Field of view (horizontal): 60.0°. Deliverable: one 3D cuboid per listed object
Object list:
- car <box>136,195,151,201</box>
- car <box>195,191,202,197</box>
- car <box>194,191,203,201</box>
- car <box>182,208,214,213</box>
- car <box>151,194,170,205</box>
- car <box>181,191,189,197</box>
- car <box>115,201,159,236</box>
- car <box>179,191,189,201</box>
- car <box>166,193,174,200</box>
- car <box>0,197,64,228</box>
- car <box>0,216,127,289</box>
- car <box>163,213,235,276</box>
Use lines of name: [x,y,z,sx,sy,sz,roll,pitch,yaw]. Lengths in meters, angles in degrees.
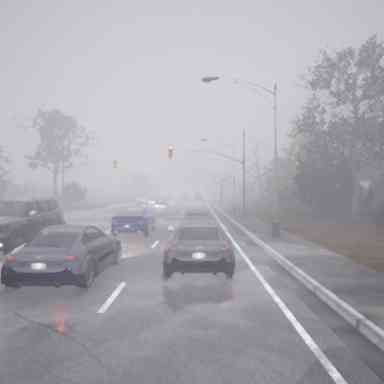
car: [-9.318,1.663,62.344,1.812,1.442,4.674,0,0,2]
car: [1.778,0.521,87.056,1.837,1.490,4.892,0,3,1]
car: [1.548,1.031,77.018,2.097,1.767,4.553,0,3,1]
car: [0.343,1.609,19.087,1.994,1.385,4.181,0,0,1]
car: [-5.822,1.630,62.342,2.128,1.511,4.902,0,0,2]
car: [-1.721,0.498,87.135,1.882,1.535,5.008,0,3,1]
car: [-3.170,1.521,18.671,1.882,1.535,5.008,0,0,0]
car: [-1.950,1.225,77.138,1.994,1.385,4.181,0,3,1]
car: [-5.440,1.009,77.602,2.097,1.767,4.553,0,3,1]
car: [-6.946,1.249,13.115,2.150,2.045,5.566,0,0,1]
car: [-3.311,1.584,9.233,1.994,1.385,4.181,0,0,1]
car: [0.204,1.588,10.431,1.994,1.385,4.181,0,0,1]
